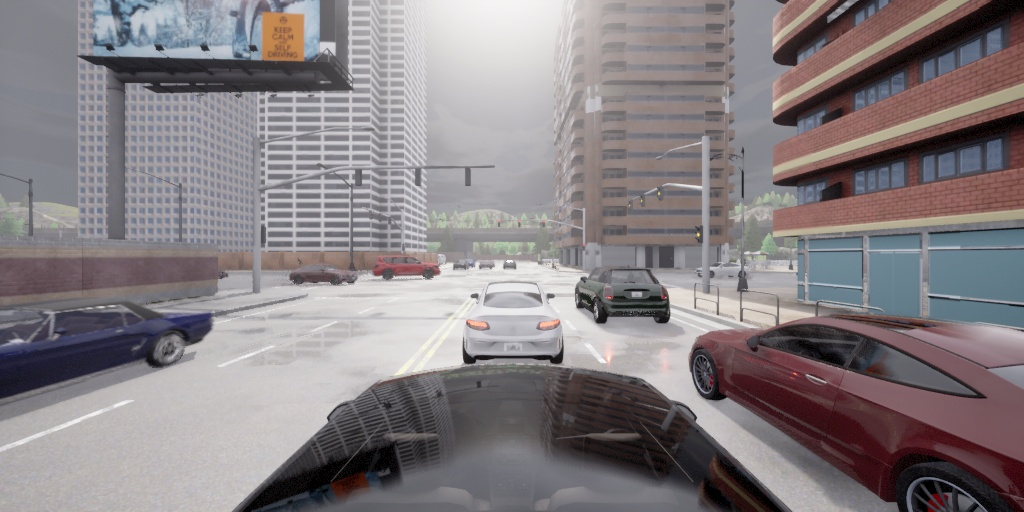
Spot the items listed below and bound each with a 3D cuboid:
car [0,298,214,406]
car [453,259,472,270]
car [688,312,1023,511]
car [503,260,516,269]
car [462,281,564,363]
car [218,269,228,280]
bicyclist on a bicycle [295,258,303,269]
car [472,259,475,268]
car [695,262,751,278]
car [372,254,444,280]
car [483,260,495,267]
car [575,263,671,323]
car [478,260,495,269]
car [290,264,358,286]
[{"bbox_3d":[-7.079,1.351,5.131,1.895,1.301,4.718,0,0,0],"label":"car"},{"bbox_3d":[-7.498,1.228,52.970,1.882,1.535,5.008,0,0,0],"label":"car"},{"bbox_3d":[3.580,1.276,3.482,1.812,1.442,4.674,0,0,0],"label":"car"},{"bbox_3d":[-0.373,1.314,58.165,1.994,1.385,4.181,0,0,0],"label":"car"},{"bbox_3d":[0.017,1.276,7.986,1.812,1.442,4.674,0,0,0],"label":"car"},{"bbox_3d":[-25.783,1.313,29.267,4.181,1.385,1.994,0,0,0],"label":"car"},{"bbox_3d":[-25.974,1.051,43.748,0.582,1.620,1.656,0,0,0],"label":"bicyclist on a bicycle"},{"bbox_3d":[-7.549,1.228,62.991,1.882,1.535,5.008,0,0,0],"label":"car"},{"bbox_3d":[19.387,1.276,33.064,4.674,1.442,1.812,0,0,0],"label":"car"},{"bbox_3d":[-9.058,0.973,30.835,5.566,2.045,2.150,0,1,-19],"label":"car"},{"bbox_3d":[-4.052,1.351,64.993,1.895,1.301,4.718,0,0,0],"label":"car"},{"bbox_3d":[3.499,1.102,12.201,2.097,1.767,4.553,0,0,0],"label":"car"},{"bbox_3d":[-4.012,1.276,55.012,1.812,1.442,4.674,0,0,-1],"label":"car"},{"bbox_3d":[-13.141,1.275,25.056,4.674,1.442,1.812,0,0,11],"label":"car"}]
